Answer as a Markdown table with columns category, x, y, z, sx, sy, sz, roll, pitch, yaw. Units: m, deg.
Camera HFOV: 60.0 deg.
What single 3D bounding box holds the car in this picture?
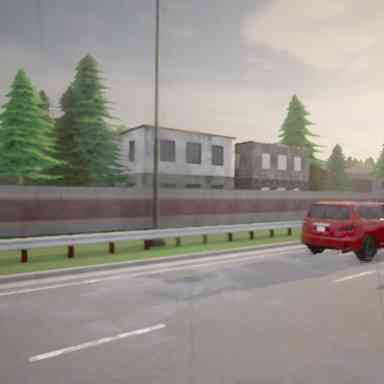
| category | x | y | z | sx | sy | sz | roll | pitch | yaw |
| --- | --- | --- | --- | --- | --- | --- | --- | --- | --- |
| car | 6.574 | 1.362 | 12.856 | 5.566 | 2.045 | 2.150 | 0 | 0 | -35 |
